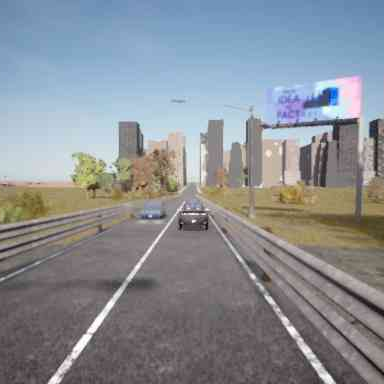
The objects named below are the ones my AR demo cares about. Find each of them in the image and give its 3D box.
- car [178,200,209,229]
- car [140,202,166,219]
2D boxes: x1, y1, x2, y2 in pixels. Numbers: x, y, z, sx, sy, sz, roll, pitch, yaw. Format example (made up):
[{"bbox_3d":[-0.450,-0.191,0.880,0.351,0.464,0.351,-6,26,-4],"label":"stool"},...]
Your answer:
[{"bbox_3d":[0.092,1.490,21.561,2.128,1.511,4.902,0,0,0],"label":"car"},{"bbox_3d":[-3.284,1.545,29.126,2.033,1.411,5.357,0,0,0],"label":"car"}]
